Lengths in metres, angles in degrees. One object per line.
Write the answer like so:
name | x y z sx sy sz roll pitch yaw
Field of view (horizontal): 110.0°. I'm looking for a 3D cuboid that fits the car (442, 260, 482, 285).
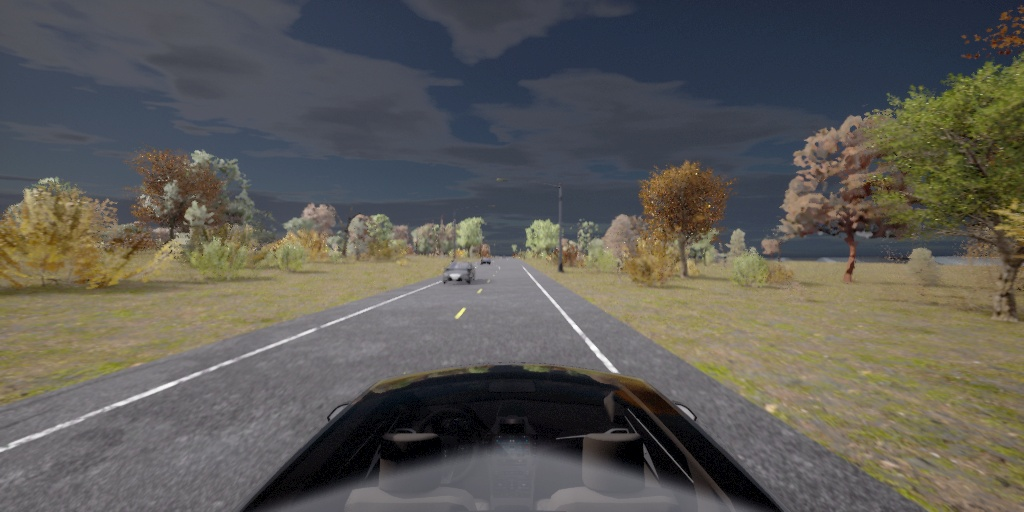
car | -3.598 1.127 25.106 2.128 1.511 4.902 0 0 0
